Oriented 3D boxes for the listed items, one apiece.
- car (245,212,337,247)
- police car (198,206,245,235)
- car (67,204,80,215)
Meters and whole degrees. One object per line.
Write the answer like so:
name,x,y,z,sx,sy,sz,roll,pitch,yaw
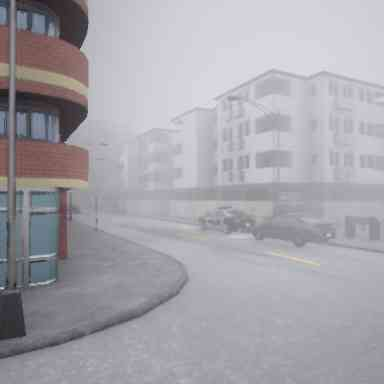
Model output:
car,4.999,1.779,16.802,1.812,1.442,4.674,-4,1,-28
police car,2.129,1.787,22.197,1.930,1.638,5.238,-4,1,-28
car,-17.430,2.492,48.011,2.033,1.411,5.357,0,-1,-27
